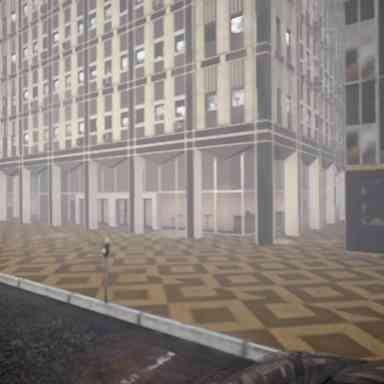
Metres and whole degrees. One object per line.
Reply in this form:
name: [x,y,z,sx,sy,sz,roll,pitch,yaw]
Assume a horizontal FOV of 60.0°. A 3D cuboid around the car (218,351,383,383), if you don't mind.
car: [1.889,1.560,1.530,4.313,1.339,1.947,-1,0,36]
